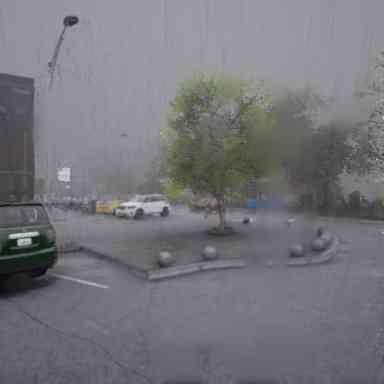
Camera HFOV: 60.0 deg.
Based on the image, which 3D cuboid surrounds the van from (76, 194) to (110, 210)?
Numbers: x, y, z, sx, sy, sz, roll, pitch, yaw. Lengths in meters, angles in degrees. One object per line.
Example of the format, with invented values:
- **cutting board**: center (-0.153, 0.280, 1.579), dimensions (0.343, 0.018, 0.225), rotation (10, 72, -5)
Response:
- **van**: center (-10.899, 1.269, 39.291), dimensions (1.878, 1.987, 4.442), rotation (0, 1, 36)

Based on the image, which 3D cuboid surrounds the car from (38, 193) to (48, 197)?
- **car**: center (-22.547, 1.258, 56.862), dimensions (2.435, 2.045, 5.566), rotation (-1, 0, 36)

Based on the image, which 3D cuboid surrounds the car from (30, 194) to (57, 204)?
- **car**: center (-30.946, 1.420, 69.280), dimensions (2.185, 1.767, 4.553), rotation (-1, 0, 36)

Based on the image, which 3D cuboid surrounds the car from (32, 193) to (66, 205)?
- **car**: center (-27.580, 1.277, 64.344), dimensions (2.435, 2.045, 5.566), rotation (-1, 0, 36)

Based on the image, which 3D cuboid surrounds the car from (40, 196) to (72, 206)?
- **car**: center (-24.214, 1.545, 59.358), dimensions (2.163, 1.488, 4.792), rotation (-1, 0, 36)

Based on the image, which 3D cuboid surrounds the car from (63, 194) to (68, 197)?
- **car**: center (-14.214, 1.371, 44.350), dimensions (2.185, 1.767, 4.553), rotation (-1, 0, 36)

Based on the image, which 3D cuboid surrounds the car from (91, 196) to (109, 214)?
- **car**: center (-7.360, 1.486, 34.562), dimensions (1.946, 1.575, 5.366), rotation (-1, 0, 36)

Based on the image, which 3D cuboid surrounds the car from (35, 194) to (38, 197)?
- **car**: center (-25.797, 1.517, 61.978), dimensions (1.946, 1.575, 5.366), rotation (-1, 0, 36)

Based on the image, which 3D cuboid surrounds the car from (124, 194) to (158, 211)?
- **car**: center (-6.609, 1.233, 42.579), dimensions (2.150, 2.045, 5.566), rotation (0, 0, -34)

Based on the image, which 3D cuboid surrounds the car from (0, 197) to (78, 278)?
- **car**: center (-5.909, 1.236, 8.897), dimensions (5.566, 2.045, 2.435), rotation (-1, 0, 35)

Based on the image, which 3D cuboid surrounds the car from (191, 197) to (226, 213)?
- **car**: center (1.778, 1.362, 37.680), dimensions (2.097, 1.767, 4.553), rotation (0, 0, -34)

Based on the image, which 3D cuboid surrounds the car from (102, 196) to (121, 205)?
- **car**: center (-15.186, 1.536, 62.725), dimensions (1.837, 1.490, 4.892), rotation (0, 0, -34)

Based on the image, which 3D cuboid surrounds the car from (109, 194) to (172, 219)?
- **car**: center (-4.108, 1.239, 29.406), dimensions (2.435, 2.045, 5.566), rotation (0, 1, 36)

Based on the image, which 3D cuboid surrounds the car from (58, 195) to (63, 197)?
- **car**: center (-15.866, 1.538, 46.865), dimensions (2.002, 1.452, 4.674), rotation (-1, 0, 36)

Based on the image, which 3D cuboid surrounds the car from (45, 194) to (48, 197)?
- **car**: center (-20.874, 1.535, 54.372), dimensions (2.163, 1.488, 4.792), rotation (-1, 0, 36)

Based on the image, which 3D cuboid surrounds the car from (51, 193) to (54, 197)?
- **car**: center (-19.189, 1.376, 51.873), dimensions (2.185, 1.767, 4.553), rotation (0, 1, 36)

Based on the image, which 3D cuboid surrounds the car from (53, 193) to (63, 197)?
- **car**: center (-17.517, 1.373, 49.381), dimensions (2.185, 1.767, 4.553), rotation (0, 1, 36)

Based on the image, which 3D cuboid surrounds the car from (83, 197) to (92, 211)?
- **car**: center (-9.157, 1.533, 36.899), dimensions (2.002, 1.452, 4.674), rotation (-1, 0, 36)
